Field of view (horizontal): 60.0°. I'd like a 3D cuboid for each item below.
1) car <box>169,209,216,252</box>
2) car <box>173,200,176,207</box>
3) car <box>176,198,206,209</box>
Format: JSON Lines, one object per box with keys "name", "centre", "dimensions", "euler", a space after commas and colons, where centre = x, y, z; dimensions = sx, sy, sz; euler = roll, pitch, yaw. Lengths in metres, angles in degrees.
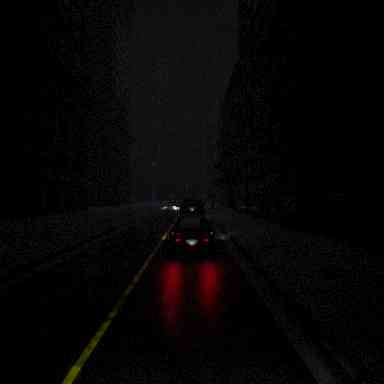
{"name": "car", "centre": [0.009, 1.670, 14.404], "dimensions": [1.812, 1.442, 4.674], "euler": [0, 0, 0]}
{"name": "car", "centre": [-2.979, 2.396, 71.000], "dimensions": [2.128, 1.511, 4.902], "euler": [0, -1, 0]}
{"name": "car", "centre": [0.010, 1.519, 29.039], "dimensions": [2.150, 2.045, 5.566], "euler": [0, 0, 0]}
